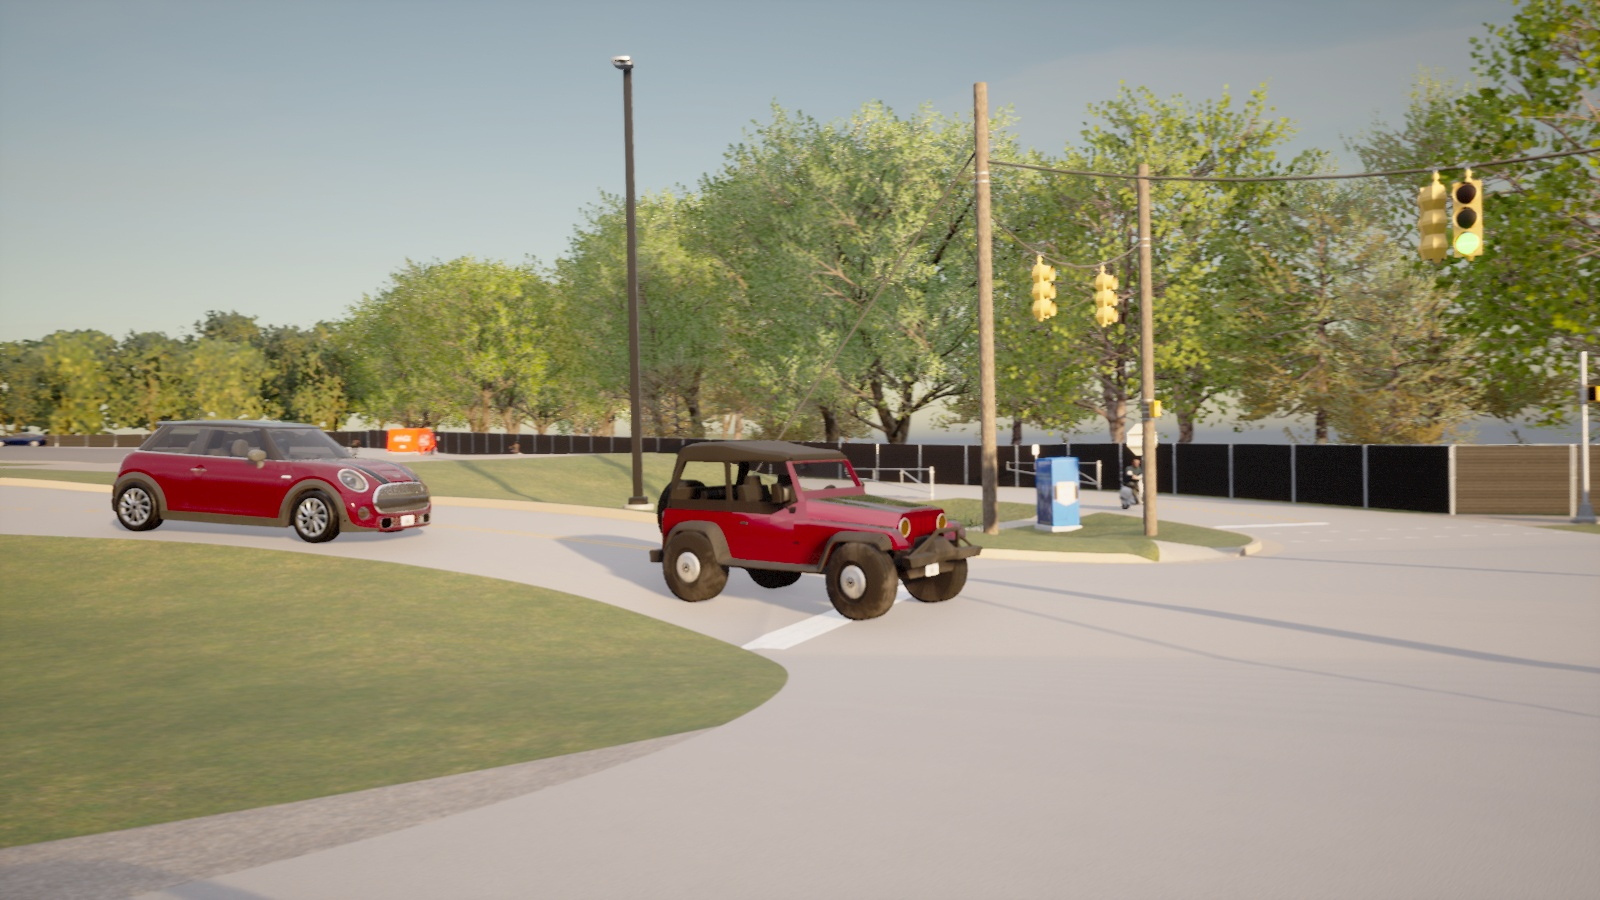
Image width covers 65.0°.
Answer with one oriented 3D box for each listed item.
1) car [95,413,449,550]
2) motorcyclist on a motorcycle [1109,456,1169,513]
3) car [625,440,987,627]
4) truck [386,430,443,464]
[{"bbox_3d":[-7.850,0.397,18.804,4.553,1.767,2.097,2,1,16],"label":"car"},{"bbox_3d":[10.190,1.014,37.775,0.866,1.590,1.817,-2,1,-17],"label":"motorcyclist on a motorcycle"},{"bbox_3d":[0.028,0.842,14.796,3.866,1.878,1.905,1,1,35],"label":"car"},{"bbox_3d":[-28.907,-0.273,94.402,2.627,2.467,5.204,0,1,1],"label":"truck"}]
